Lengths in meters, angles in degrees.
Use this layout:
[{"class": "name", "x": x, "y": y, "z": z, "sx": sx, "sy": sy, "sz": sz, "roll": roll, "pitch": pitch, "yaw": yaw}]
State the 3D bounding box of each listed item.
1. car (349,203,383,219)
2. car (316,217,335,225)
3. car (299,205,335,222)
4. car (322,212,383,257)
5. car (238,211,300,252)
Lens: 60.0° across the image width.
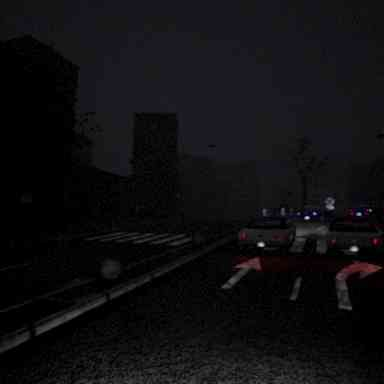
[{"class": "car", "x": 14.029, "y": 1.622, "z": 26.771, "sx": 1.812, "sy": 1.442, "sz": 4.674, "roll": -3, "pitch": -5, "yaw": 40}, {"class": "car", "x": 25.516, "y": 5.544, "z": 63.777, "sx": 2.128, "sy": 1.511, "sz": 4.902, "roll": 1, "pitch": -4, "yaw": 6}, {"class": "car", "x": 10.193, "y": 1.759, "z": 27.269, "sx": 1.895, "sy": 1.301, "sz": 4.718, "roll": -3, "pitch": -4, "yaw": 38}, {"class": "car", "x": 6.552, "y": 1.720, "z": 13.730, "sx": 1.895, "sy": 1.301, "sz": 4.718, "roll": -1, "pitch": 0, "yaw": 23}, {"class": "car", "x": 3.532, "y": 1.753, "z": 14.930, "sx": 1.895, "sy": 1.301, "sz": 4.718, "roll": -1, "pitch": 0, "yaw": 23}]
